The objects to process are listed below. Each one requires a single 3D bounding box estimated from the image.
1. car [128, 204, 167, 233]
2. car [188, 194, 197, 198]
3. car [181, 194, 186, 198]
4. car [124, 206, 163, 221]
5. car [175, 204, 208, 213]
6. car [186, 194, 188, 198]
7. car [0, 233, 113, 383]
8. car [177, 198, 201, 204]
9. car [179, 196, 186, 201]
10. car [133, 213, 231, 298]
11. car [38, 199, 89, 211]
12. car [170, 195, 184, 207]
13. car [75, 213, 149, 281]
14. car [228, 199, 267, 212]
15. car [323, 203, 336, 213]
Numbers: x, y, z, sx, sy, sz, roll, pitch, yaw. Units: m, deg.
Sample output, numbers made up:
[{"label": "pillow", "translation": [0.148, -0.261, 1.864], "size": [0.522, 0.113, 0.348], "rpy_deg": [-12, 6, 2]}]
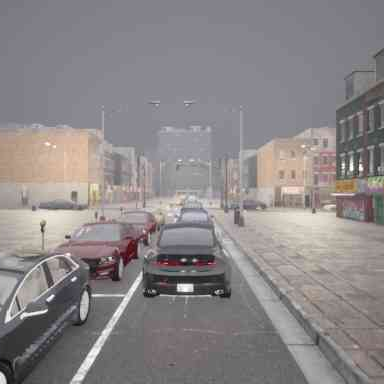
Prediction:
[{"label": "car", "translation": [-2.610, 1.543, 20.689], "size": [1.752, 1.417, 4.829], "rpy_deg": [0, 0, 0]}, {"label": "car", "translation": [0.093, 1.411, 82.927], "size": [2.150, 2.045, 5.566], "rpy_deg": [0, 0, 0]}, {"label": "car", "translation": [-2.568, 1.420, 58.260], "size": [2.192, 1.841, 5.009], "rpy_deg": [0, 0, 0]}, {"label": "car", "translation": [-2.616, 1.555, 15.365], "size": [1.887, 1.381, 4.507], "rpy_deg": [0, 0, 0]}, {"label": "car", "translation": [0.111, 1.537, 15.967], "size": [1.812, 1.442, 4.674], "rpy_deg": [0, 0, 0]}, {"label": "car", "translation": [-2.546, 1.707, 79.866], "size": [1.752, 1.417, 4.829], "rpy_deg": [0, 0, 0]}, {"label": "car", "translation": [-2.628, 1.553, 4.377], "size": [2.008, 1.369, 4.403], "rpy_deg": [0, 0, 0]}, {"label": "car", "translation": [0.052, 1.504, 26.236], "size": [1.882, 1.535, 5.008], "rpy_deg": [0, 0, 0]}, {"label": "car", "translation": [-2.533, 1.771, 90.924], "size": [1.887, 1.381, 4.507], "rpy_deg": [0, 0, 0]}, {"label": "car", "translation": [-0.067, 1.509, 8.517], "size": [1.837, 1.490, 4.892], "rpy_deg": [0, 0, 1]}, {"label": "car", "translation": [-14.610, 1.494, 37.993], "size": [5.357, 1.411, 2.033], "rpy_deg": [0, 0, 2]}, {"label": "car", "translation": [-2.575, 1.614, 52.647], "size": [1.752, 1.417, 4.829], "rpy_deg": [0, 0, 0]}, {"label": "car", "translation": [-2.622, 1.550, 9.870], "size": [1.887, 1.381, 4.507], "rpy_deg": [0, 0, 0]}, {"label": "car", "translation": [6.818, 1.649, 41.232], "size": [4.892, 1.490, 1.837], "rpy_deg": [1, 0, 3]}, {"label": "car", "translation": [18.644, 1.828, 41.046], "size": [4.674, 1.442, 1.812], "rpy_deg": [1, 0, 0]}]
